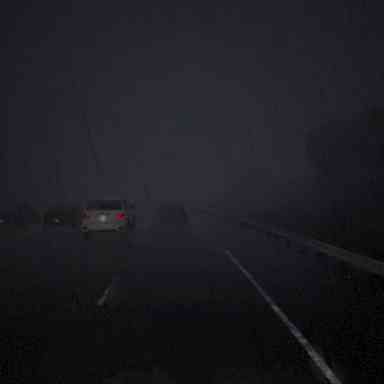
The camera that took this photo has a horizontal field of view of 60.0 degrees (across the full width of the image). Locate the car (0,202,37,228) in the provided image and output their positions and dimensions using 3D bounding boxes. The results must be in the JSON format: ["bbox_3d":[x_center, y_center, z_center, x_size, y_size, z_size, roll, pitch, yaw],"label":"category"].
[{"bbox_3d":[-11.863,1.598,22.693,1.812,1.442,4.674,0,0,-6],"label":"car"}]

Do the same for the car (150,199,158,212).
[{"bbox_3d":[-4.018,1.574,40.331,1.882,1.535,5.008,0,0,-11],"label":"car"}]

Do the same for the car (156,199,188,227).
[{"bbox_3d":[-1.398,1.532,23.459,1.882,1.535,5.008,0,0,-6],"label":"car"}]

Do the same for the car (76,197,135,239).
[{"bbox_3d":[-4.325,1.269,17.845,2.150,2.045,5.566,0,0,-5],"label":"car"}]

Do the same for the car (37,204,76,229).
[{"bbox_3d":[-8.272,1.542,22.116,1.882,1.535,5.008,0,0,-6],"label":"car"}]

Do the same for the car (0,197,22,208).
[{"bbox_3d":[-28.745,1.663,52.800,2.128,1.511,4.902,0,0,-15],"label":"car"}]
